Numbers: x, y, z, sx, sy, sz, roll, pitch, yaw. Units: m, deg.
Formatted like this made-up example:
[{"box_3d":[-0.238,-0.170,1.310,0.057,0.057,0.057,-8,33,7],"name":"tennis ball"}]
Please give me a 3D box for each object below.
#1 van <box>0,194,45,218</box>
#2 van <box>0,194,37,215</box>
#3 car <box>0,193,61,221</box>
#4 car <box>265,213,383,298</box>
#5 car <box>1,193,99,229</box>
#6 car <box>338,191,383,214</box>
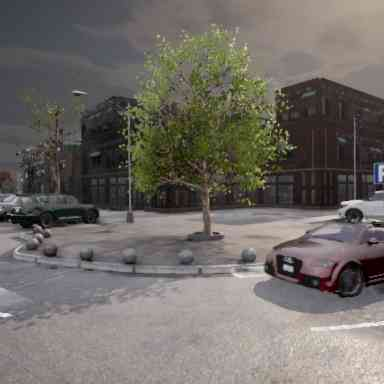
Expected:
[{"box_3d":[-15.939,1.165,30.312,1.878,1.987,4.442,0,0,31],"name":"van"},{"box_3d":[-17.813,1.167,32.602,1.878,1.987,4.442,0,0,31],"name":"van"},{"box_3d":[-14.129,1.137,27.894,2.435,2.045,5.566,0,0,31],"name":"car"},{"box_3d":[3.832,1.430,8.108,4.181,1.385,1.994,-1,1,-28],"name":"car"},{"box_3d":[-8.492,1.131,21.080,2.435,2.045,5.566,0,0,31],"name":"car"},{"box_3d":[12.091,0.895,20.656,5.566,2.045,2.435,-1,0,32],"name":"car"}]
